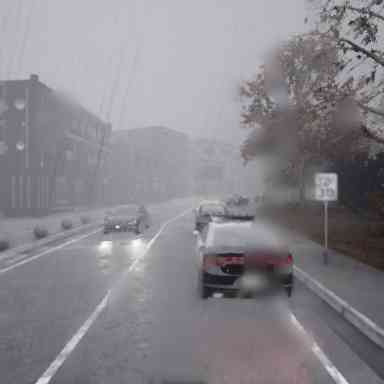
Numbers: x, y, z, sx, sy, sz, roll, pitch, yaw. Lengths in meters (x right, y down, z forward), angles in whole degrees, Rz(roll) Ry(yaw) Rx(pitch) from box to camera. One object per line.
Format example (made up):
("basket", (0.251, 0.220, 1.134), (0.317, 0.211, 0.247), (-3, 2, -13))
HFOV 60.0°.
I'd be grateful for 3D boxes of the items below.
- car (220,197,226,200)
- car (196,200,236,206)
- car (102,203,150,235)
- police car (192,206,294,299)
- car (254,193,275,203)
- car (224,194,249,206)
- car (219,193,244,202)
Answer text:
("car", (1.314, 1.334, 24.206), (1.882, 1.535, 5.008), (0, 0, 4))
("car", (1.082, 1.397, 18.360), (1.837, 1.490, 4.892), (0, 0, 1))
("car", (-3.468, 1.398, 18.221), (1.837, 1.490, 4.892), (0, 0, 2))
("police car", (1.051, 1.375, 8.514), (1.930, 1.638, 5.238), (0, 0, 0))
("car", (12.171, 0.951, 55.727), (1.837, 1.490, 4.892), (0, 1, 40))
("car", (6.438, 1.237, 46.468), (1.895, 1.301, 4.718), (0, 1, 28))
("car", (6.966, 1.016, 58.883), (4.674, 1.442, 1.812), (-1, 1, -43))
